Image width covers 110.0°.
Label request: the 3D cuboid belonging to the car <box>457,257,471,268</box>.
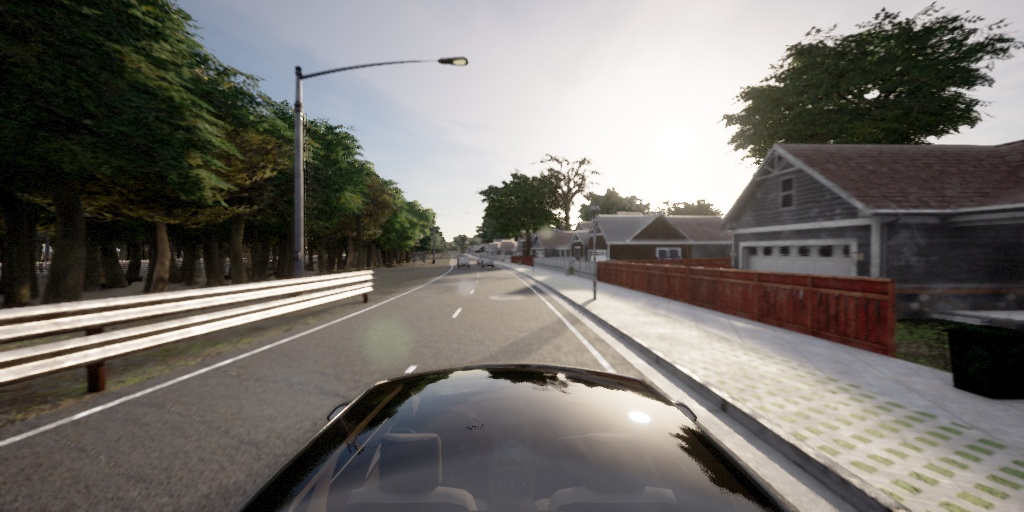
[{"bbox_3d":[-7.155,1.080,53.451,2.033,1.411,5.357,0,1,-9],"label":"car"}]

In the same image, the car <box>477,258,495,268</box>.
[{"bbox_3d":[-3.703,1.065,54.043,2.033,1.411,5.357,0,1,-9],"label":"car"}]
